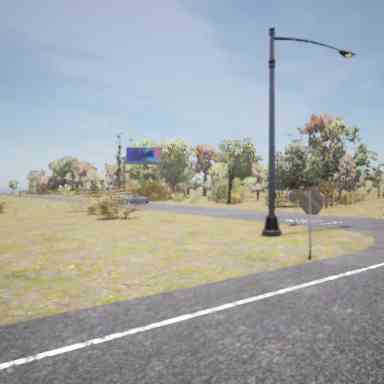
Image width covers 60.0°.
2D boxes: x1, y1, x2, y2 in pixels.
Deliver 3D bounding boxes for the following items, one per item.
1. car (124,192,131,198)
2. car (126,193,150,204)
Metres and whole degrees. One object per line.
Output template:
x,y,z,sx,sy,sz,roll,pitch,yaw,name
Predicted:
-13.055,1.036,63.286,2.150,2.045,5.566,0,0,-34,car
-9.040,1.377,57.352,2.033,1.411,5.357,0,0,-33,car
